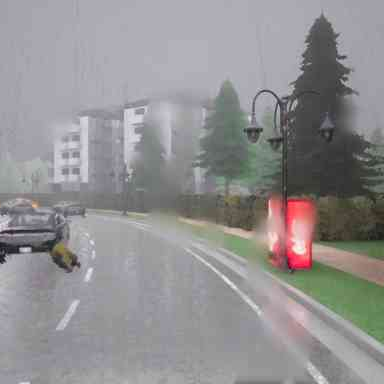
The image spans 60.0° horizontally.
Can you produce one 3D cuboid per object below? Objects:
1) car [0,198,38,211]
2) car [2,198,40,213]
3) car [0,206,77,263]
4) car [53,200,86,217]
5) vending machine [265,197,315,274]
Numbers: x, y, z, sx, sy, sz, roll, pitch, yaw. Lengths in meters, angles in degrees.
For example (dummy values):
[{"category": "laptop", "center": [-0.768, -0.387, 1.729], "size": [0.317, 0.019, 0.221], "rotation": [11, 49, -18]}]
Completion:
[{"category": "car", "center": [-15.976, 1.492, 30.189], "size": [2.128, 1.511, 4.902], "rotation": [0, 0, -42]}, {"category": "car", "center": [-19.800, 1.479, 38.393], "size": [5.008, 1.535, 1.882], "rotation": [0, 0, 36]}, {"category": "car", "center": [-5.585, 1.492, 12.144], "size": [2.128, 1.511, 4.902], "rotation": [0, 0, -16]}, {"category": "car", "center": [-11.187, 1.494, 29.956], "size": [2.128, 1.511, 4.902], "rotation": [0, 0, -39]}, {"category": "vending machine", "center": [2.827, 1.196, 9.667], "size": [1.100, 2.100, 0.880], "rotation": [0, 0, -12]}]
